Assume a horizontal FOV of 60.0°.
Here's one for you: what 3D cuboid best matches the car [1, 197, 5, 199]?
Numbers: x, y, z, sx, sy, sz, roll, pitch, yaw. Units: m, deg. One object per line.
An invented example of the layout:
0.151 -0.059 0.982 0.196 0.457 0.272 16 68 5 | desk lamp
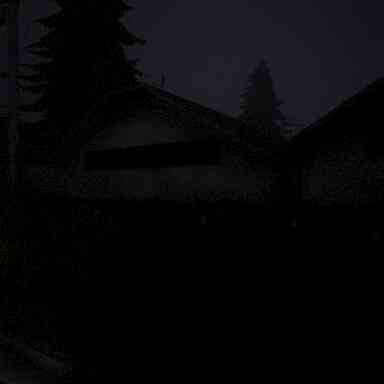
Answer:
-20.865 1.406 35.617 4.611 1.667 2.242 0 0 35 | car
